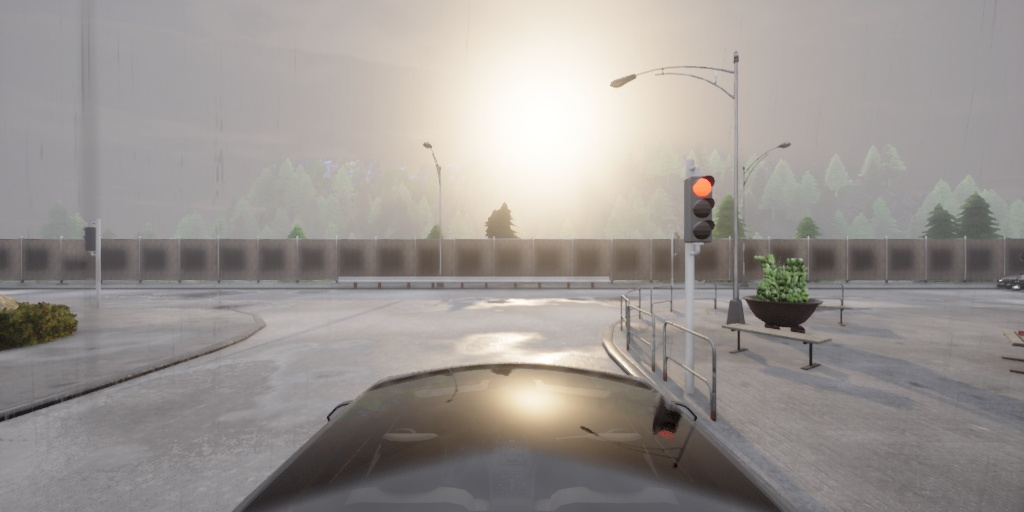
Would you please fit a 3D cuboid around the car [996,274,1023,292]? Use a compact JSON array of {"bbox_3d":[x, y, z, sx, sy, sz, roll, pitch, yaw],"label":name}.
[{"bbox_3d":[29.869,1.295,19.355,5.357,1.411,2.033,0,0,0],"label":"car"}]
